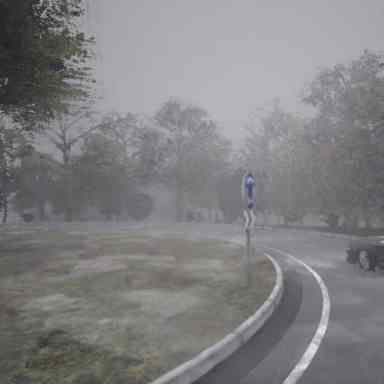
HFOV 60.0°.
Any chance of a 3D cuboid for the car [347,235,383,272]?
[{"bbox_3d":[6.765,1.665,9.289,1.837,1.490,4.892,-4,0,-28],"label":"car"}]
